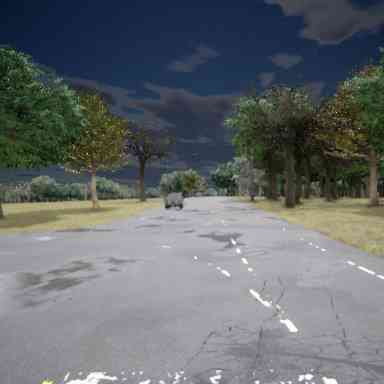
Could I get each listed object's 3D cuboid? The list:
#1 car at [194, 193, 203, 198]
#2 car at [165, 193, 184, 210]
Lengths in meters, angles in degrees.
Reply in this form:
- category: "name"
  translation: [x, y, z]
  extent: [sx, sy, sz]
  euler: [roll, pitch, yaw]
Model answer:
- category: "car"
  translation: [1.896, 0.945, 93.282]
  extent: [1.837, 1.490, 4.892]
  euler: [-1, 0, 9]
- category: "car"
  translation: [-2.180, 1.159, 42.484]
  extent: [2.150, 2.045, 5.566]
  euler: [-1, 1, 2]
